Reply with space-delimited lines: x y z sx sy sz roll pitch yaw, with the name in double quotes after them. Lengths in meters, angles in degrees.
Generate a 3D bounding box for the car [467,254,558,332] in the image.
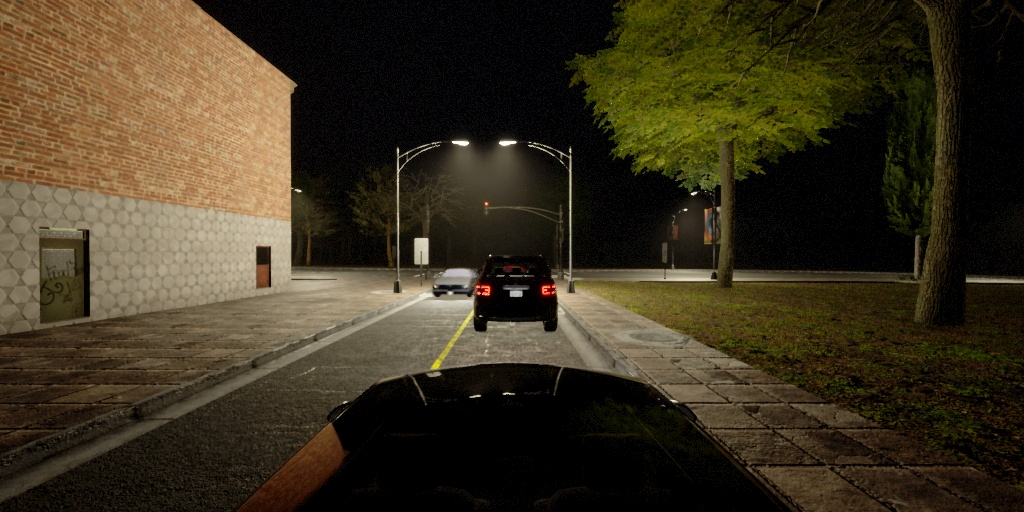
0.086 0.980 11.050 2.150 2.045 5.566 0 0 0 "car"

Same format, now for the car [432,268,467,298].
-2.808 1.327 19.033 2.033 1.411 5.357 0 0 0 "car"
